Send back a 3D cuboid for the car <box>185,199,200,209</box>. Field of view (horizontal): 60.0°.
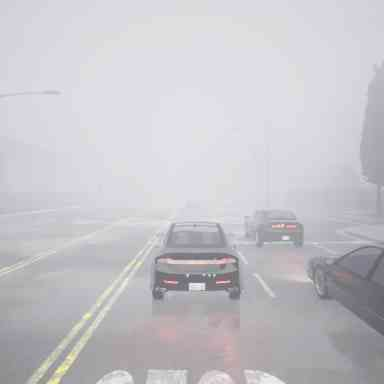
[{"bbox_3d":[0.023,1.601,44.144,1.895,1.301,4.718,0,0,0],"label":"car"}]

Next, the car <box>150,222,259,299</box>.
[{"bbox_3d":[0.086,1.492,8.417,2.128,1.511,4.902,0,0,0],"label":"car"}]

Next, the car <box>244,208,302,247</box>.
[{"bbox_3d":[3.574,1.505,15.116,1.837,1.490,4.892,0,0,0],"label":"car"}]

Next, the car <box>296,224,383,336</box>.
[{"bbox_3d":[3.591,1.547,5.370,2.033,1.411,5.357,0,0,0],"label":"car"}]
